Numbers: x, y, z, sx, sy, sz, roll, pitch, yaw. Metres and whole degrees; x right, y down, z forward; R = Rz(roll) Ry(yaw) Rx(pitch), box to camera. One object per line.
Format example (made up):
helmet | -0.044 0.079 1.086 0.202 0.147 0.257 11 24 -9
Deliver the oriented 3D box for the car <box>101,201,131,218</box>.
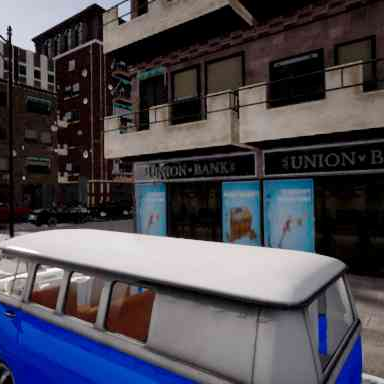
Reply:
car | -8.224 1.670 32.823 1.837 1.490 4.892 -1 -1 36

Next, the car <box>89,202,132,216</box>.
car | -8.819 1.793 36.408 1.947 1.339 4.313 -2 -1 36

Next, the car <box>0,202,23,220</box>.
car | -15.461 1.603 27.297 1.967 1.590 4.097 -2 -1 36

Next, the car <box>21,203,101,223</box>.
car | -8.690 1.580 22.357 1.947 1.339 4.313 -2 -1 36

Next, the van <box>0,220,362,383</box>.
van | -0.516 1.341 3.218 3.998 1.788 1.690 0 -1 35
